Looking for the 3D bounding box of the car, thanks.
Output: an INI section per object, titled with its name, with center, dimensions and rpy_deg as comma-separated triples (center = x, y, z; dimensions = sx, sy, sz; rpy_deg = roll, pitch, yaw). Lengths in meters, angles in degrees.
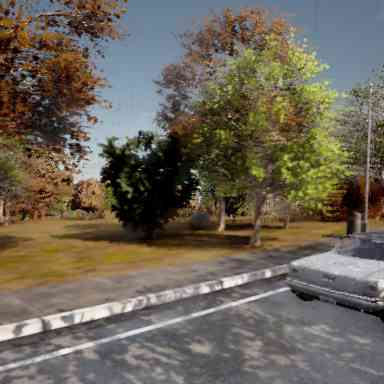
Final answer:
[car]
center = 4.117, 1.619, 7.301
dimensions = 4.718, 1.301, 1.895
rpy_deg = 0, 1, -39
